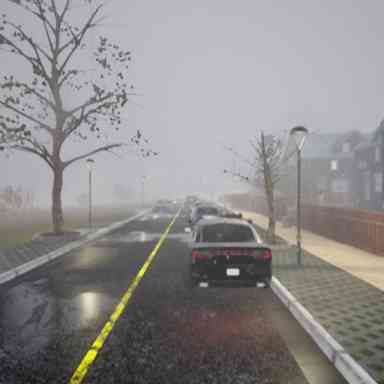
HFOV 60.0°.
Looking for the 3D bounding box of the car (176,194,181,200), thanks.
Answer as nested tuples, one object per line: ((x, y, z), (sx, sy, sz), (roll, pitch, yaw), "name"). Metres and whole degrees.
((-2.794, 1.224, 74.310), (1.882, 1.535, 5.008), (0, 0, 0), "car")

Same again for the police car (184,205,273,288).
((0.820, 1.389, 9.239), (1.930, 1.638, 5.238), (0, 0, 0), "police car")

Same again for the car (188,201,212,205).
((0.814, 1.454, 19.129), (1.812, 1.442, 4.674), (0, 0, 0), "car")

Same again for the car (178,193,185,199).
((-2.805, 1.106, 91.129), (1.812, 1.442, 4.674), (0, 0, 0), "car")

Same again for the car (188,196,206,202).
((0.810, 1.362, 25.319), (1.801, 1.575, 5.366), (0, 0, 0), "car")

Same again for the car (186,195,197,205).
((-0.034, 1.334, 56.957), (1.812, 1.442, 4.674), (0, 0, 0), "car")

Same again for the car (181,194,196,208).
((-0.009, 1.192, 45.866), (2.097, 1.767, 4.553), (0, 0, 0), "car")

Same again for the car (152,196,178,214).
((-2.870, 1.425, 33.909), (2.033, 1.411, 5.357), (0, 0, 0), "car")
